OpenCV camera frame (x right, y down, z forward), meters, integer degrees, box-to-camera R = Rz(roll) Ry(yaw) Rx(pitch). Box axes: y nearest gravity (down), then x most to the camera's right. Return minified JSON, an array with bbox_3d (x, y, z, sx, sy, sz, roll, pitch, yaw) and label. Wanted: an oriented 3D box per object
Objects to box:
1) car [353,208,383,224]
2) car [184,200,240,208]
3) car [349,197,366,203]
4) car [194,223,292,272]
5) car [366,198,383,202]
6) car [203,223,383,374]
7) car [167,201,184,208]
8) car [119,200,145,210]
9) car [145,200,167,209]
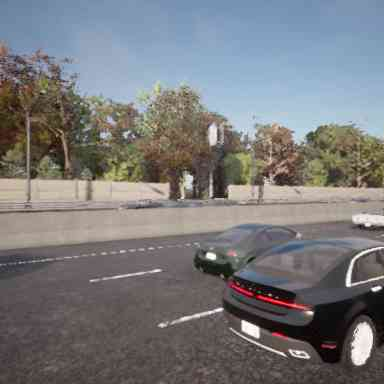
[{"bbox_3d":[12.279,1.659,21.064,4.718,1.301,1.895,0,0,-35],"label":"car"},{"bbox_3d":[2.035,1.423,26.908,4.553,1.767,2.097,0,0,-35],"label":"car"},{"bbox_3d":[30.216,1.710,59.732,4.902,1.511,2.128,0,0,-35],"label":"car"},{"bbox_3d":[2.122,1.589,9.543,4.181,1.385,1.994,0,0,-35],"label":"car"},{"bbox_3d":[32.337,1.794,56.946,4.718,1.301,1.895,0,0,-35],"label":"car"},{"bbox_3d":[2.728,1.520,5.686,4.892,1.490,1.837,0,0,-35],"label":"car"},{"bbox_3d":[0.300,1.642,29.969,4.181,1.385,1.994,0,0,-35],"label":"car"},{"bbox_3d":[-5.198,1.581,34.648,4.902,1.511,2.128,0,0,-35],"label":"car"},{"bbox_3d":[-1.554,1.633,32.948,5.357,1.411,2.033,0,0,-35],"label":"car"}]
